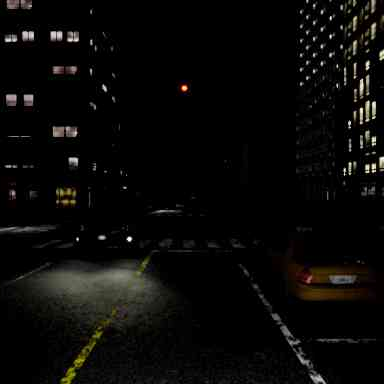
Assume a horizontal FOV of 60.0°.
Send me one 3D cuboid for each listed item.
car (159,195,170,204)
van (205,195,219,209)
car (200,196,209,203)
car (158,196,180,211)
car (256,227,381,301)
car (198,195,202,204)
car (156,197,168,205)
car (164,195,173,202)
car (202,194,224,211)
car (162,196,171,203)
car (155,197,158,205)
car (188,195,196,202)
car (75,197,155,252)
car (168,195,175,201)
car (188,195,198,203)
[{"bbox_3d":[-5.599,1.496,68.135,1.967,1.590,4.097,0,0,0],"label":"car"},{"bbox_3d":[2.750,1.363,46.016,1.690,1.788,3.998,0,0,0],"label":"van"},{"bbox_3d":[2.790,1.611,73.650,1.887,1.381,4.507,0,0,0],"label":"car"},{"bbox_3d":[-3.040,1.566,42.358,2.033,1.411,5.357,0,0,0],"label":"car"},{"bbox_3d":[2.698,1.526,8.247,1.752,1.417,4.829,0,0,0],"label":"car"},{"bbox_3d":[2.773,1.361,62.596,2.192,1.841,5.009,0,0,0],"label":"car"},{"bbox_3d":[-5.606,1.591,62.607,1.887,1.381,4.507,0,0,0],"label":"car"},{"bbox_3d":[-5.583,1.516,79.188,1.967,1.590,4.097,0,0,0],"label":"car"},{"bbox_3d":[2.742,1.332,40.490,2.192,1.841,5.009,0,0,0],"label":"car"},{"bbox_3d":[-5.590,1.648,73.662,1.802,1.307,4.206,0,0,0],"label":"car"},{"bbox_3d":[-5.636,1.567,40.502,2.008,1.369,4.403,0,0,0],"label":"car"},{"bbox_3d":[0.112,1.556,80.177,1.882,1.535,5.008,0,0,0],"label":"car"},{"bbox_3d":[-3.088,1.245,14.174,2.150,2.045,5.566,0,-1,0],"label":"car"},{"bbox_3d":[-5.567,1.624,90.072,1.752,1.417,4.829,0,0,0],"label":"car"},{"bbox_3d":[0.203,1.660,69.761,1.895,1.301,4.718,0,0,0],"label":"car"}]
